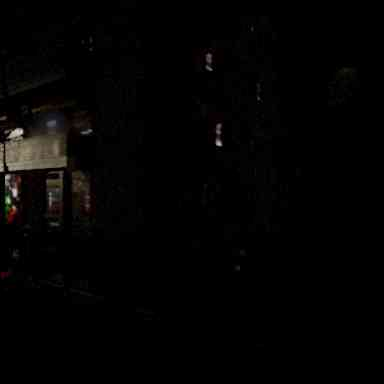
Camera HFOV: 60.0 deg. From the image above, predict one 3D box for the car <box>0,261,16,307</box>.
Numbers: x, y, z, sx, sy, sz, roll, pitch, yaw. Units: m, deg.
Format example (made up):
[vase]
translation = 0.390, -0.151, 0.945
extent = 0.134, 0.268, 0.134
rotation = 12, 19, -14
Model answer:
[car]
translation = -5.052, 1.539, 6.485
extent = 4.206, 1.307, 1.802
rotation = 0, 0, 36
